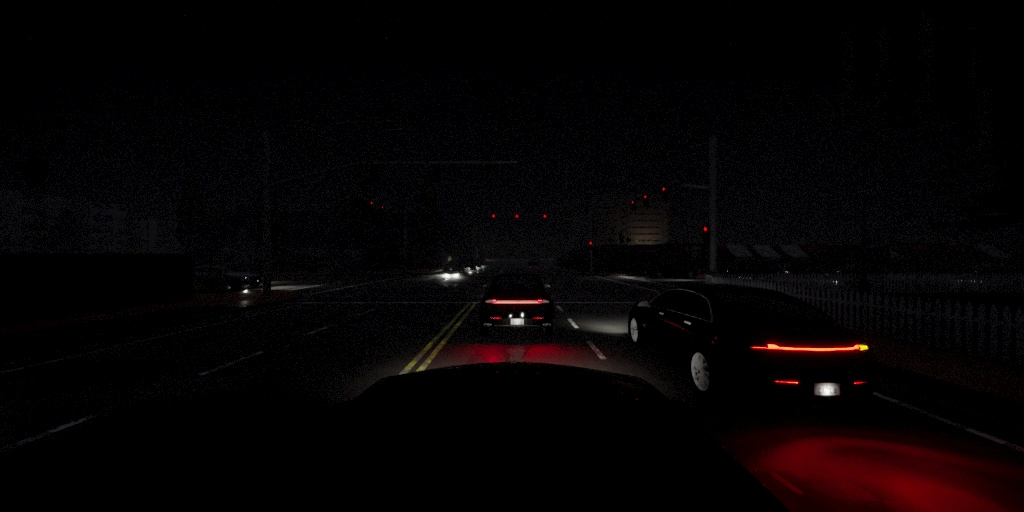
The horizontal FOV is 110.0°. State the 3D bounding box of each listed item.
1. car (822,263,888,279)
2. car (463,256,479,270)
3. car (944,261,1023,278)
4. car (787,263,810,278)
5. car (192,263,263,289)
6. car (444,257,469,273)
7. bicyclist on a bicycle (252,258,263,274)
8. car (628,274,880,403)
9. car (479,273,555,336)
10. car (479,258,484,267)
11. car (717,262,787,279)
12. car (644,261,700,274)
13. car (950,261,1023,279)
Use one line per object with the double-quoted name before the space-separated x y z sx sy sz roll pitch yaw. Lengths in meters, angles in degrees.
"car" 28.886 1.276 30.231 4.674 1.442 1.812 0 0 -1
"car" -6.758 0.972 54.299 2.150 2.045 5.566 0 0 1
"car" 44.668 1.243 33.997 4.902 1.511 2.128 0 0 -1
"car" 24.746 1.297 33.664 5.357 1.411 2.033 0 0 -1
"car" -18.154 1.276 22.300 4.674 1.442 1.812 0 0 0
"car" -6.838 1.243 42.625 2.128 1.511 4.902 0 0 0
"bicyclist on a bicycle" -26.161 1.051 36.892 0.582 1.620 1.656 0 0 -3
"car" 3.589 1.255 6.467 1.837 1.490 4.892 0 0 1
"car" 0.134 1.241 10.372 2.128 1.511 4.902 0 0 0
"car" -6.655 1.254 64.479 1.837 1.490 4.892 0 0 1
"car" 19.627 1.241 30.067 4.902 1.511 2.128 0 0 -1
"car" 14.933 1.255 33.545 4.892 1.490 1.837 0 0 1
"car" 40.561 1.276 30.438 4.674 1.442 1.812 0 0 -1
